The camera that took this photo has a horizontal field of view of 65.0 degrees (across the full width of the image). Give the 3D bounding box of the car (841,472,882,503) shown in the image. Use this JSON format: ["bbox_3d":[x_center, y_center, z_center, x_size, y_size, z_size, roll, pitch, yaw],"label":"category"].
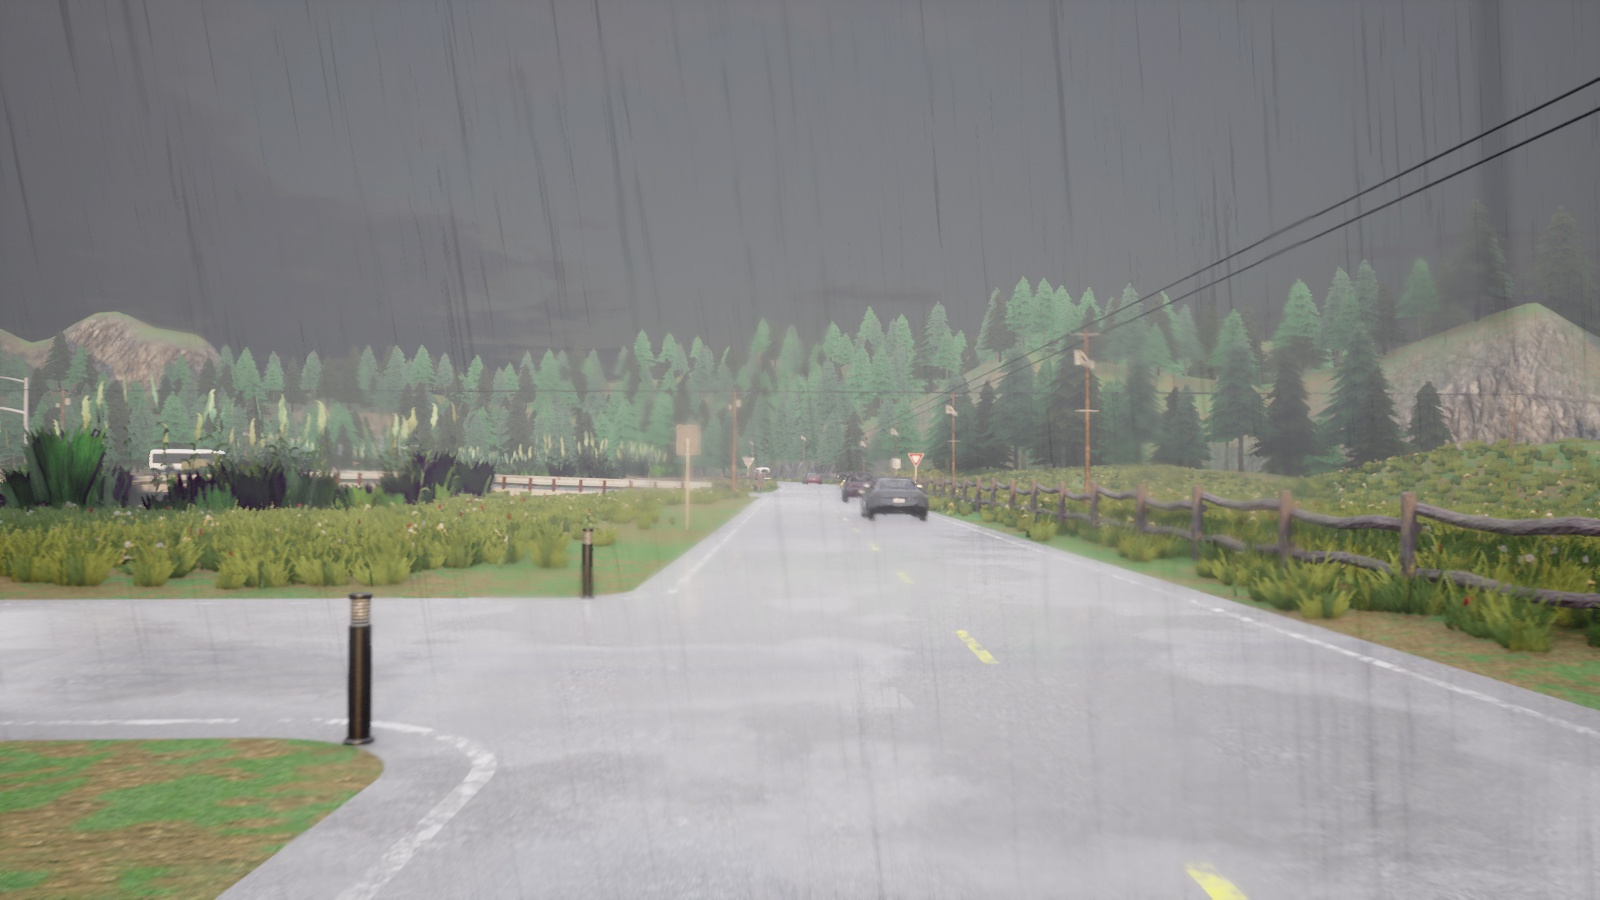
[{"bbox_3d":[3.053,1.873,63.114,1.816,1.474,4.193,0,-1,0],"label":"car"}]

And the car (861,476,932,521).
[{"bbox_3d":[3.099,1.557,41.271,1.994,1.385,4.181,0,-1,0],"label":"car"}]
